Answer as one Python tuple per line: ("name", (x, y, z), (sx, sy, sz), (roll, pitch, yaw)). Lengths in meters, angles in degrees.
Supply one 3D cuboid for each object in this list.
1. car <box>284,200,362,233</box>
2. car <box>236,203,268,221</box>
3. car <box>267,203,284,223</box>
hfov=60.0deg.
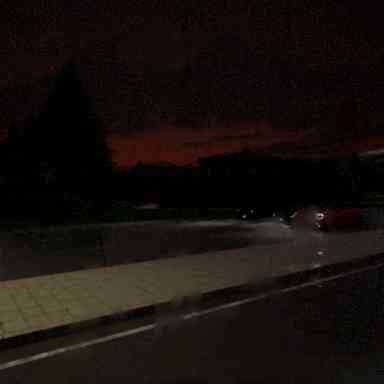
("car", (7.848, 1.291, 19.324), (4.553, 1.767, 2.097), (0, 0, -35))
("car", (5.769, 1.532, 26.411), (4.718, 1.301, 1.895), (0, 0, -35))
("car", (8.178, 1.520, 23.826), (5.357, 1.411, 2.033), (0, 0, -35))
